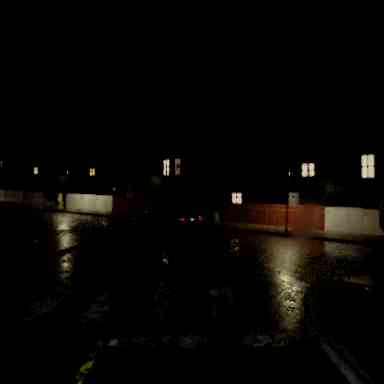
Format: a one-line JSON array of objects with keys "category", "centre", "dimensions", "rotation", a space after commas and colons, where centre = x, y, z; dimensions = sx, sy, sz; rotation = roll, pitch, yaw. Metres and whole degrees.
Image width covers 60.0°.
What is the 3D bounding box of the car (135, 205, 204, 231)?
[{"category": "car", "centre": [-1.508, 1.503, 20.370], "dimensions": [2.033, 1.411, 5.357], "rotation": [3, 0, -36]}]
